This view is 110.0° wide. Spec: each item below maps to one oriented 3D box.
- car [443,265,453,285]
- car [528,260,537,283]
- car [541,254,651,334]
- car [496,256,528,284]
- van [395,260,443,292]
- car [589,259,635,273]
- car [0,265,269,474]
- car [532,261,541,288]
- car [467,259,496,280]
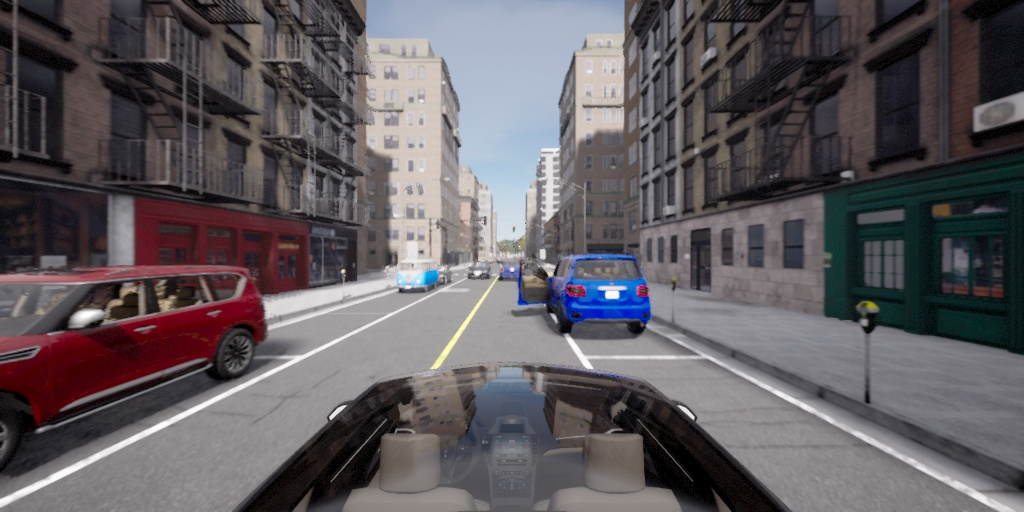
[{"bbox_3d":[-5.381,1.304,26.110,2.007,1.370,4.403,0,0,0],"label":"car"},{"bbox_3d":[2.650,1.305,31.514,2.007,1.370,4.403,0,0,0],"label":"car"},{"bbox_3d":[2.273,0.972,10.808,2.150,2.045,5.566,0,0,0],"label":"car"},{"bbox_3d":[0.016,1.106,30.302,2.097,1.767,4.553,0,0,0],"label":"car"},{"bbox_3d":[-5.385,1.094,20.703,1.690,1.789,3.998,0,0,0],"label":"van"},{"bbox_3d":[11.994,1.159,43.145,5.008,1.535,1.882,-1,0,0],"label":"car"},{"bbox_3d":[-5.394,1.065,4.485,2.192,1.841,5.009,0,0,0],"label":"car"},{"bbox_3d":[2.653,1.279,26.278,1.751,1.417,4.829,0,0,0],"label":"car"},{"bbox_3d":[-2.770,1.247,31.514,2.128,1.511,4.902,0,0,1],"label":"car"}]
